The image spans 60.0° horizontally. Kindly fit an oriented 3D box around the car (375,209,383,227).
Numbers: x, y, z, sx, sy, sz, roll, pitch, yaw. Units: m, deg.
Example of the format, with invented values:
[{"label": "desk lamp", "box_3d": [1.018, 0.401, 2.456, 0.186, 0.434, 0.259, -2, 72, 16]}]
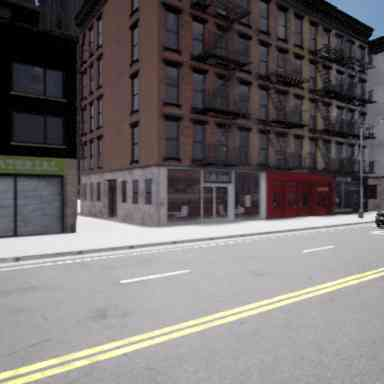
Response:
[{"label": "car", "box_3d": [13.757, 1.477, 21.480, 5.008, 1.535, 1.882, 0, 0, -35]}]
